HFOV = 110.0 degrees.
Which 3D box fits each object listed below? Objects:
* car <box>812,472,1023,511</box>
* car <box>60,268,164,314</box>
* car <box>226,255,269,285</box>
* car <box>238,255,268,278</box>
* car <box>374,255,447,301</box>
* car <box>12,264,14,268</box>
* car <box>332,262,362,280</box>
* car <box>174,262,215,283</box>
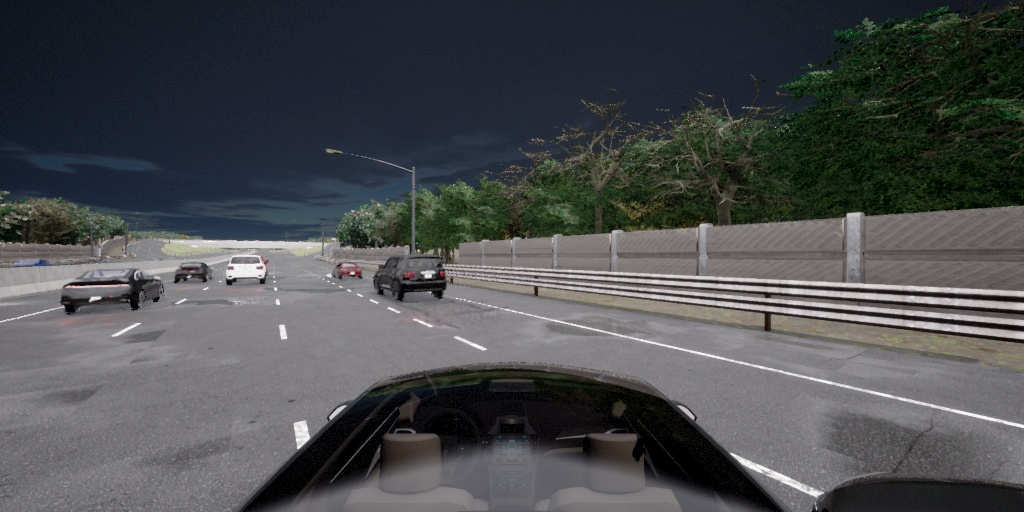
[{"bbox_3d":[2.987,1.315,0.391,4.181,1.385,1.994,0,0,34],"label":"car"},{"bbox_3d":[-15.335,1.235,14.014,2.128,1.511,4.902,0,0,-34],"label":"car"},{"bbox_3d":[-19.273,0.957,26.139,2.150,2.045,5.566,0,0,-34],"label":"car"},{"bbox_3d":[-25.265,0.947,35.093,2.150,2.045,5.566,0,0,-34],"label":"car"},{"bbox_3d":[-5.106,0.967,17.626,2.150,2.045,5.566,0,0,-34],"label":"car"},{"bbox_3d":[-33.586,1.255,21.985,1.812,1.442,4.674,0,0,-34],"label":"car"},{"bbox_3d":[-14.597,1.261,31.736,1.812,1.442,4.674,0,0,-35],"label":"car"},{"bbox_3d":[-24.669,1.236,27.900,1.837,1.490,4.892,0,0,-34],"label":"car"}]
